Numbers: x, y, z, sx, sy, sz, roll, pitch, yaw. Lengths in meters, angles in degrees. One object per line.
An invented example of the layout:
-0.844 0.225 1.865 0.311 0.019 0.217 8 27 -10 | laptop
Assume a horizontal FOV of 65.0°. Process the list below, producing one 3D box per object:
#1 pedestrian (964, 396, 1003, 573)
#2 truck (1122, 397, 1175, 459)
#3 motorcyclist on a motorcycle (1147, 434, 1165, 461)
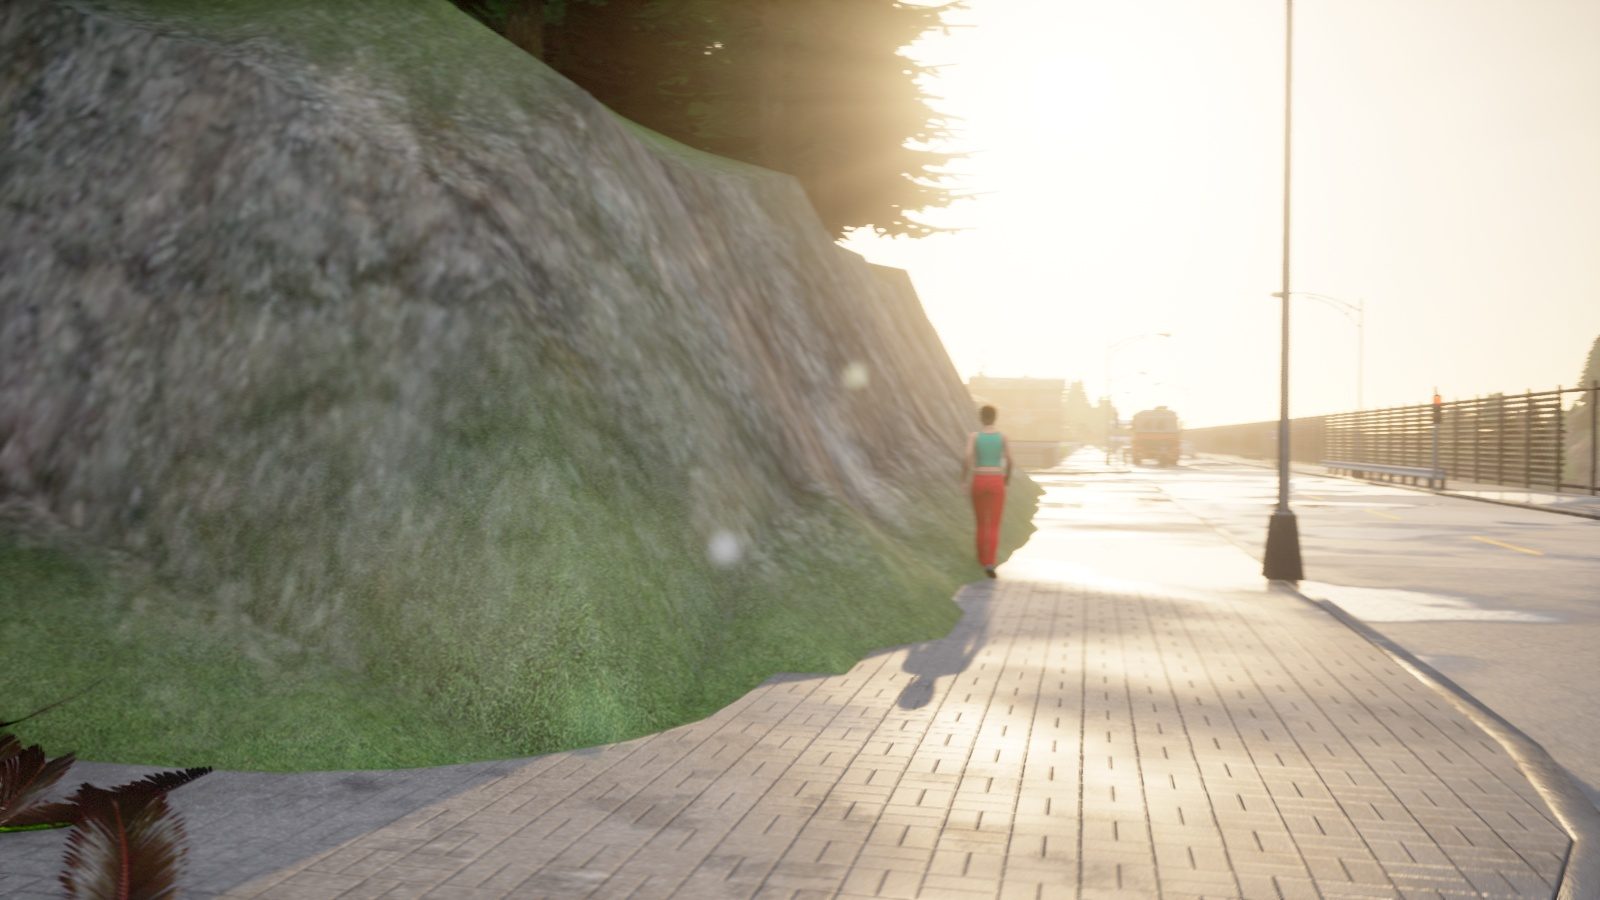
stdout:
1.949 0.357 13.316 0.345 1.836 0.594 -1 1 13 | pedestrian
22.787 -1.449 82.530 2.891 3.827 8.468 -1 1 13 | truck
20.637 -0.129 72.852 0.866 1.530 2.191 -1 1 13 | motorcyclist on a motorcycle
